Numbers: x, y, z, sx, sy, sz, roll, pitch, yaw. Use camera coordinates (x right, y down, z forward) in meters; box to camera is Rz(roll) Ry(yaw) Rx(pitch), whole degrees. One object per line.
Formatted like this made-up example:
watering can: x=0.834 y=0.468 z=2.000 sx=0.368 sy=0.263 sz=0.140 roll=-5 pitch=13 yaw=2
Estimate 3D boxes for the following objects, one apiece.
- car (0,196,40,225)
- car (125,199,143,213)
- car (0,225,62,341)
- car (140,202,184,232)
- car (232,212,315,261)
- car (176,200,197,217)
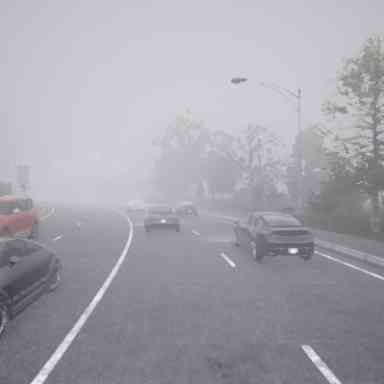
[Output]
car: x=-8.144 y=1.228 z=13.855 sx=2.150 sy=2.045 sz=5.566 roll=0 pitch=0 yaw=-8
car: x=-6.298 y=1.502 z=37.146 sx=1.812 sy=1.442 sz=4.674 roll=0 pitch=0 yaw=-18
car: x=-3.930 y=1.570 z=6.086 sx=1.994 sy=1.385 sz=4.181 roll=0 pitch=0 yaw=-4
car: x=-1.912 y=1.547 z=20.090 sx=1.994 sy=1.385 sz=4.181 roll=0 pitch=0 yaw=-10
car: x=2.762 y=1.483 z=12.236 sx=1.837 sy=1.490 sz=4.892 roll=0 pitch=0 yaw=-6
car: x=-0.791 y=1.497 z=31.024 sx=1.812 sy=1.442 sz=4.674 roll=0 pitch=0 yaw=-15
